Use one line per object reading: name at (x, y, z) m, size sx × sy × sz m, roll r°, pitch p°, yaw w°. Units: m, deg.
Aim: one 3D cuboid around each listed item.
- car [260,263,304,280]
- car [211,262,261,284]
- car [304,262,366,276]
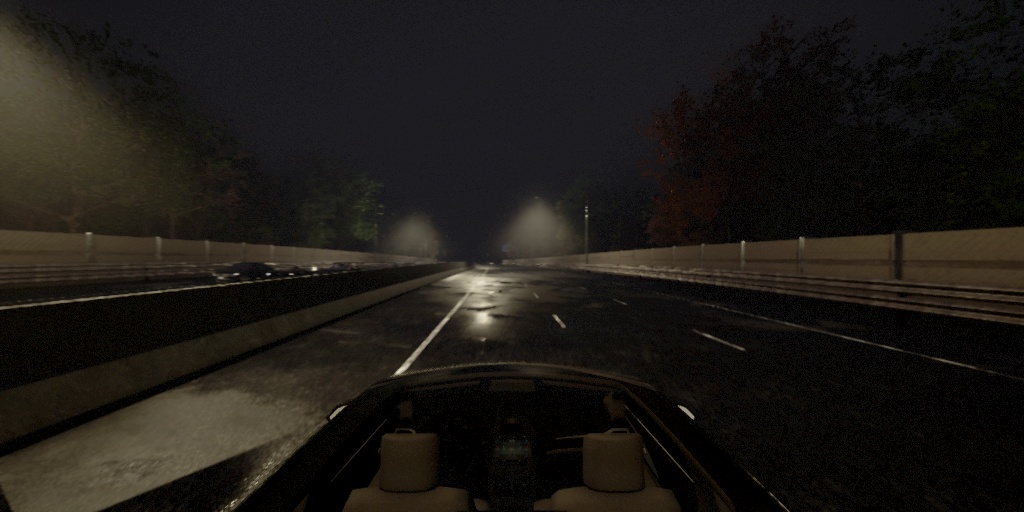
car at (-14.860, 1.236, 24.977) m, size 1.895 × 1.301 × 4.718 m, roll 1°, pitch 0°, yaw -2°
car at (-18.362, 1.127, 24.851) m, size 1.812 × 1.442 × 4.674 m, roll 1°, pitch 0°, yaw -2°
car at (-11.324, 1.154, 23.944) m, size 2.128 × 1.511 × 4.902 m, roll 1°, pitch 0°, yaw -2°
